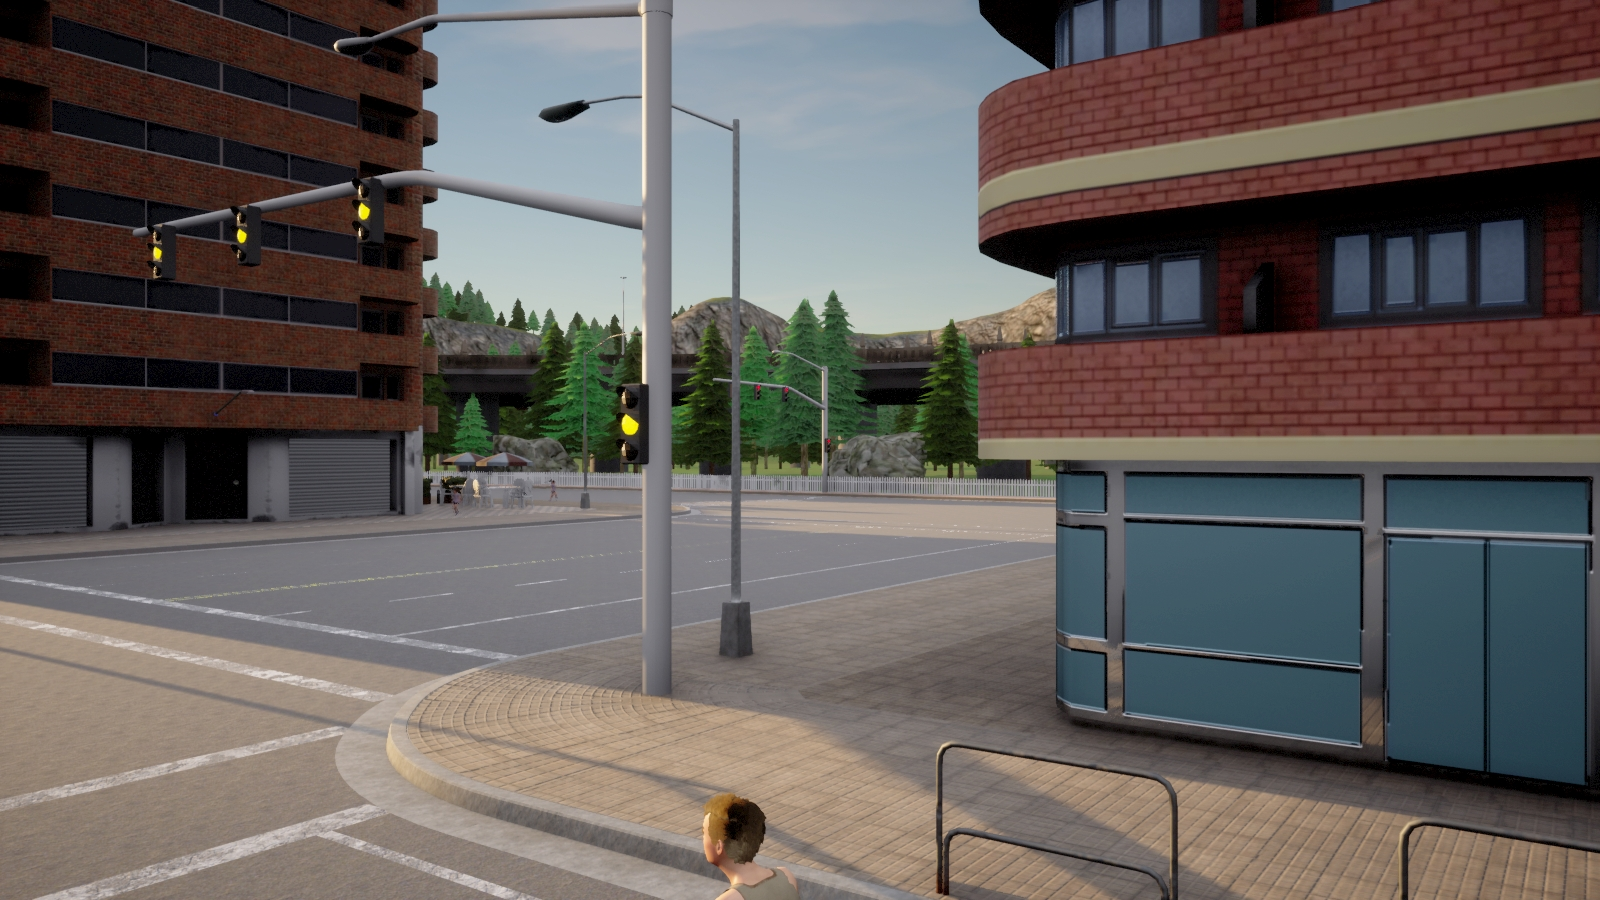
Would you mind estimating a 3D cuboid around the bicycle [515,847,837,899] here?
[{"bbox_3d":[-0.301,2.233,4.022,1.487,1.126,0.859,0,0,35],"label":"bicycle"}]

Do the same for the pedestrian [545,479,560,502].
[{"bbox_3d":[-12.360,2.019,57.059,0.500,1.100,0.500,0,0,25],"label":"pedestrian"}]

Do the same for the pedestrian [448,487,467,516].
[{"bbox_3d":[-13.522,2.033,45.107,0.500,1.100,0.500,0,0,25],"label":"pedestrian"}]
